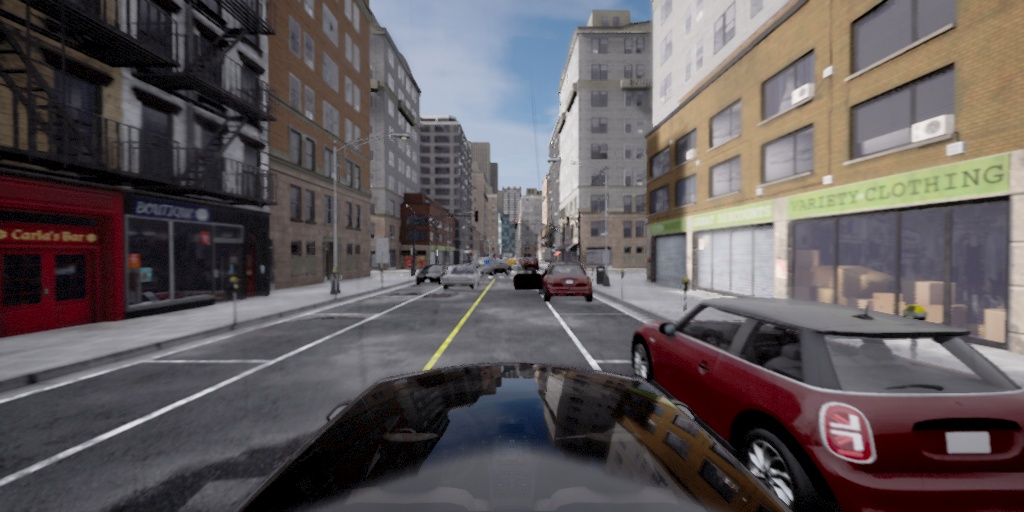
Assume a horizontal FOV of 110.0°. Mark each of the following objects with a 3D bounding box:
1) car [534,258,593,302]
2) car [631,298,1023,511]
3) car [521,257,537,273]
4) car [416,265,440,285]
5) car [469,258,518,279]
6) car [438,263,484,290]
[{"bbox_3d":[2.392,1.089,17.070,2.097,1.767,4.553,0,0,0],"label":"car"},{"bbox_3d":[2.858,1.187,4.181,1.967,1.591,4.097,0,0,0],"label":"car"},{"bbox_3d":[2.866,1.059,53.040,2.192,1.841,5.009,0,0,0],"label":"car"},{"bbox_3d":[-5.664,1.300,26.169,1.948,1.339,4.313,0,0,0],"label":"car"},{"bbox_3d":[-1.820,1.247,36.228,2.128,1.511,4.902,0,0,31],"label":"car"},{"bbox_3d":[-3.062,1.336,22.480,1.895,1.301,4.718,0,0,0],"label":"car"}]
